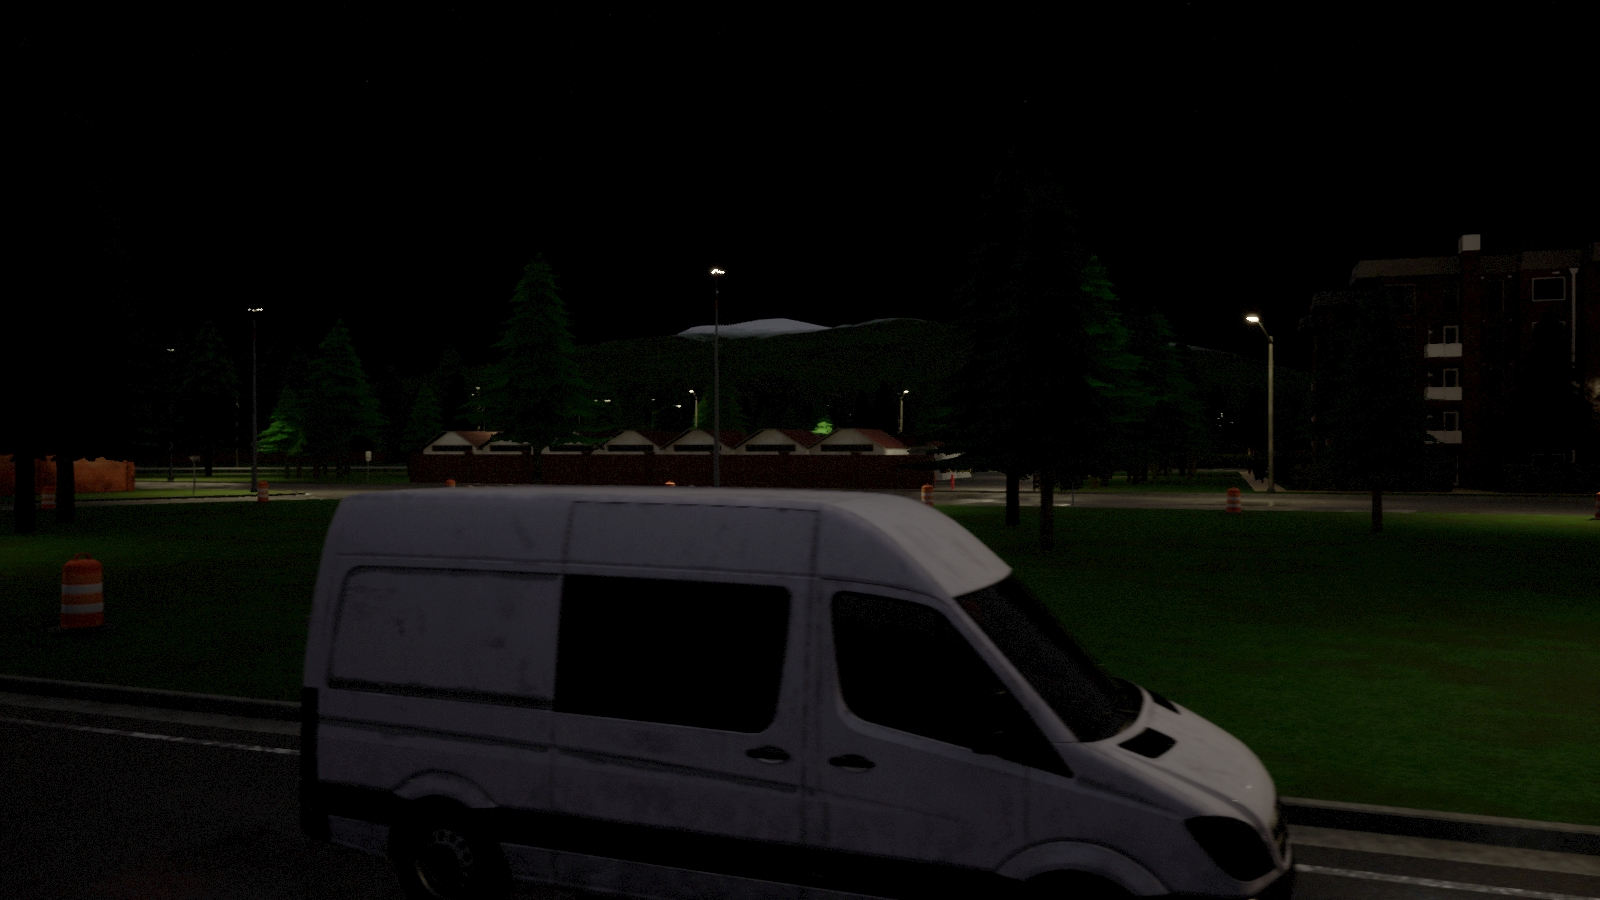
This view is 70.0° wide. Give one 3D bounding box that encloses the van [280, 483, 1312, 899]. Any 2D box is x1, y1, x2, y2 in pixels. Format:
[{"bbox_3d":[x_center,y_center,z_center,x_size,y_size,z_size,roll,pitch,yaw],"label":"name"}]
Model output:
[{"bbox_3d":[-0.138,1.535,7.078,5.915,2.561,1.988,0,0,20],"label":"van"}]
